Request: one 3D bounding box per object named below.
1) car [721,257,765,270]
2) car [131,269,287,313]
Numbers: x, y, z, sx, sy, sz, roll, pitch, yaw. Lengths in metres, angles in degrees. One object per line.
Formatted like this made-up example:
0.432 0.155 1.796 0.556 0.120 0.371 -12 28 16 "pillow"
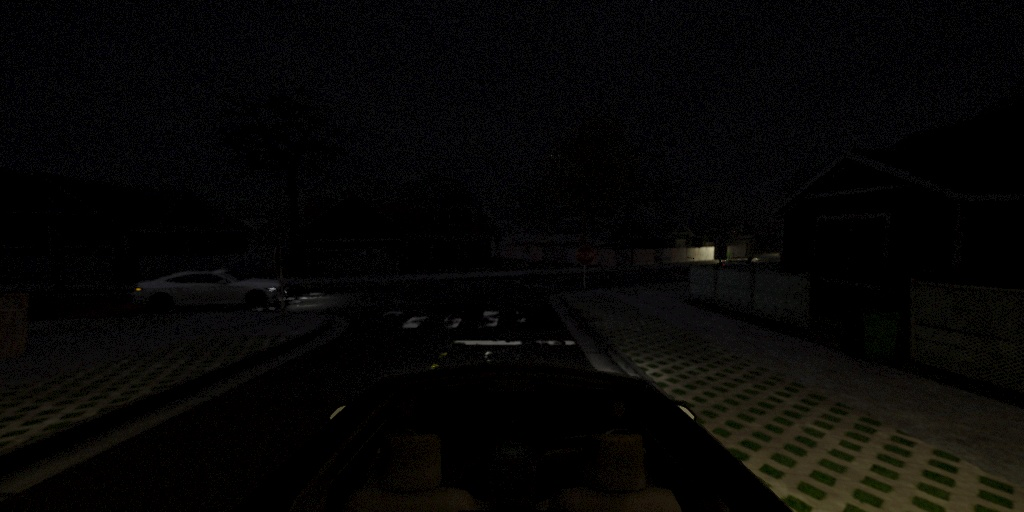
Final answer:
19.173 0.695 29.351 4.718 1.301 1.895 -2 4 -34 "car"
-11.495 1.235 13.919 4.674 1.442 1.812 0 4 -20 "car"
